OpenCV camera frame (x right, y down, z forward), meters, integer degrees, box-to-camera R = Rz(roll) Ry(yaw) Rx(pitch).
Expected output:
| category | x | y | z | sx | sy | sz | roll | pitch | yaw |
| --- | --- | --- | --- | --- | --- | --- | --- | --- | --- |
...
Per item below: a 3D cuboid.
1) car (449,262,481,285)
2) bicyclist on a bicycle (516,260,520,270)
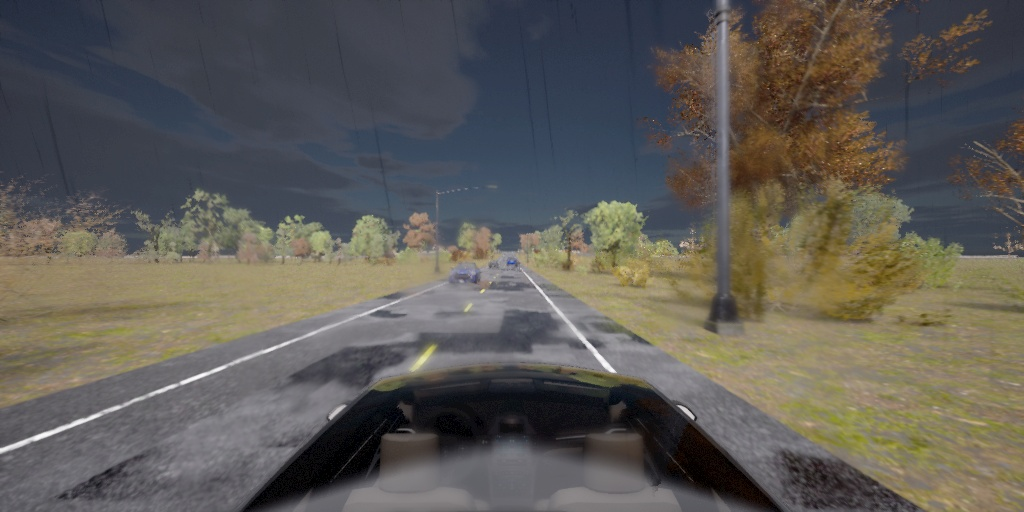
| category | x | y | z | sx | sy | sz | roll | pitch | yaw |
| --- | --- | --- | --- | --- | --- | --- | --- | --- | --- |
| car | -3.607 | 1.266 | 28.090 | 2.097 | 1.767 | 4.553 | 0 | 0 | 0 |
| bicyclist on a bicycle | 0.945 | 1.434 | 54.448 | 0.659 | 1.776 | 1.843 | 0 | 0 | 0 |
